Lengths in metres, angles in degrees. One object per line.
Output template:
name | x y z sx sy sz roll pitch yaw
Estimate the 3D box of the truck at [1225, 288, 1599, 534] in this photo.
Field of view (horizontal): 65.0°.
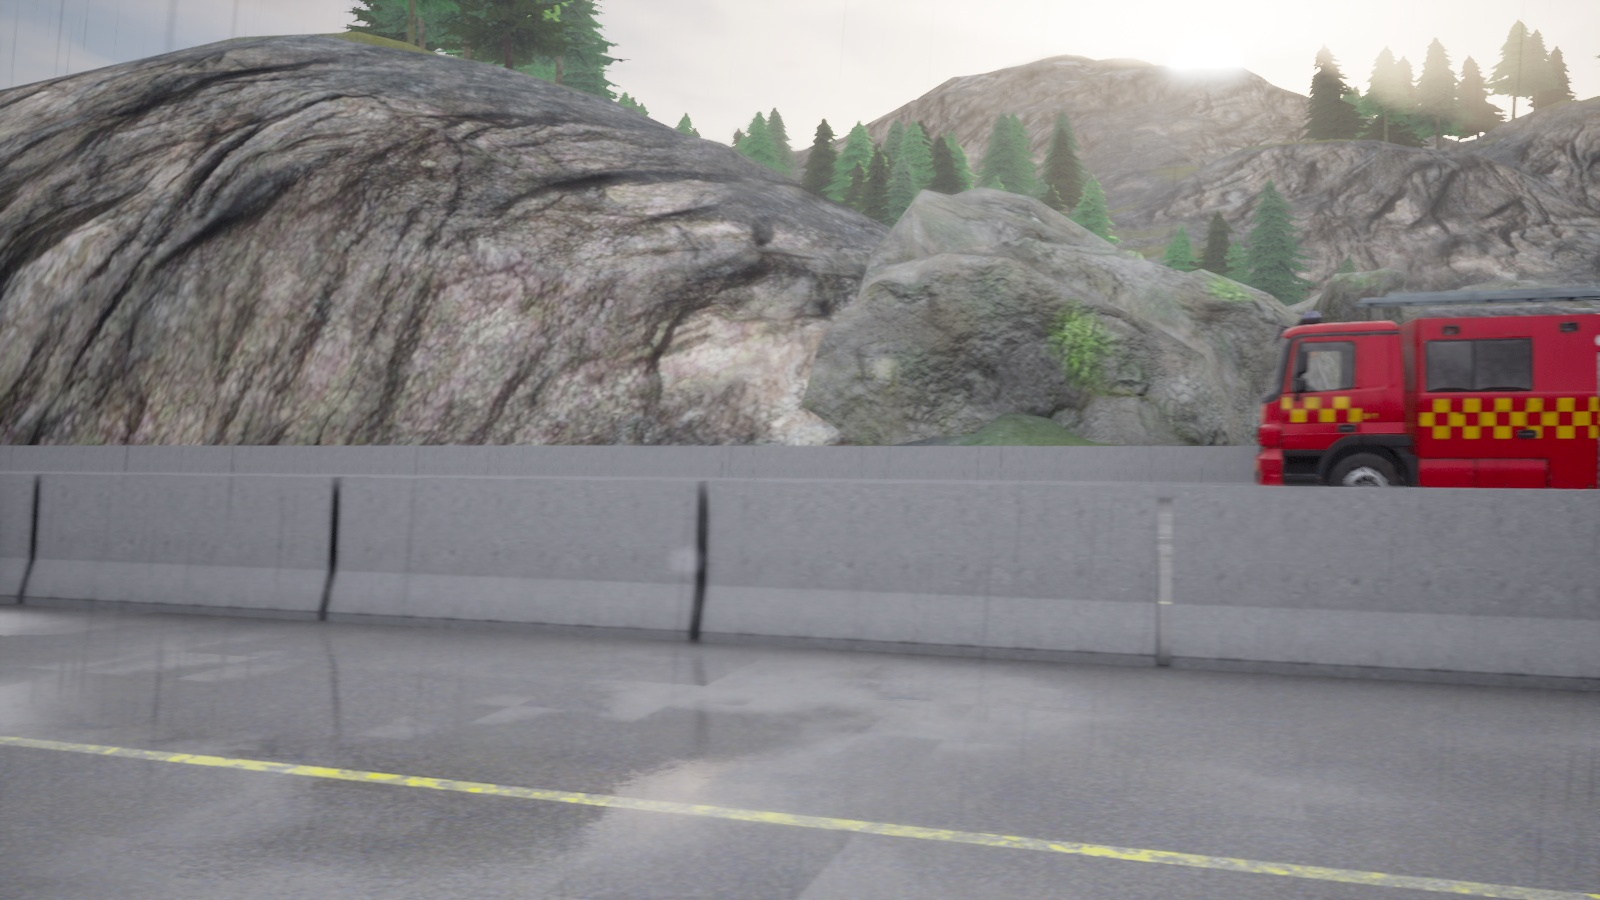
truck | 11.733 -0.636 21.382 8.468 3.827 2.891 1 1 19
